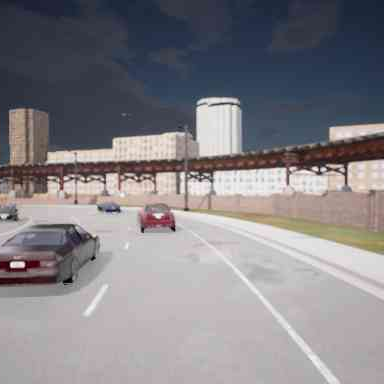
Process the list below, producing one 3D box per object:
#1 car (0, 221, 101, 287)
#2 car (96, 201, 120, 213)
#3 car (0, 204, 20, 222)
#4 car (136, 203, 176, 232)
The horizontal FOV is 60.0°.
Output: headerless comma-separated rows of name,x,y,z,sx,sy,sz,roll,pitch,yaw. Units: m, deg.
car,-3.976,1.616,9.590,2.033,1.411,5.357,0,0,-6
car,-10.210,1.813,40.462,1.994,1.385,4.181,-1,0,-31
car,-16.009,1.784,28.808,2.128,1.511,4.902,-1,0,-25
car,-2.403,1.463,21.273,2.097,1.767,4.553,0,0,-13
